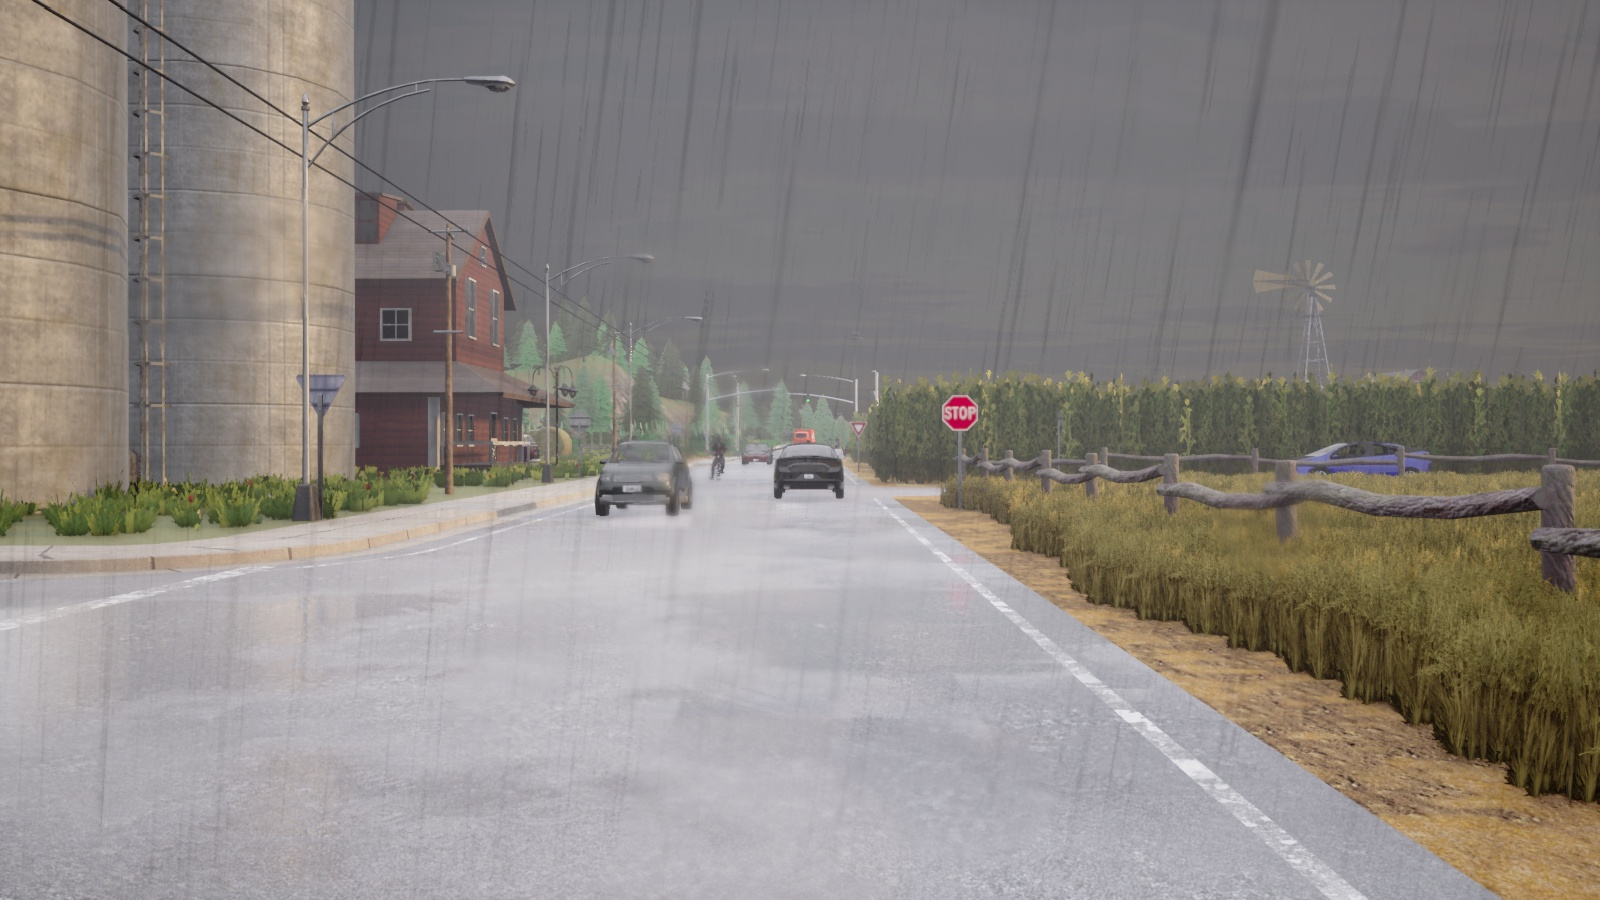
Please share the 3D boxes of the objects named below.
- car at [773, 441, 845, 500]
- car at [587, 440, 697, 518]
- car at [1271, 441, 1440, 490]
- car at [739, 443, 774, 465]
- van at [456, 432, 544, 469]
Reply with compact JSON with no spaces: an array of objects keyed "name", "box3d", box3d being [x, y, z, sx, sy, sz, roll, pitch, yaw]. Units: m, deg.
[{"name":"car","box3d":[0.248,0.524,35.576,1.882,1.535,5.008,0,0,0]},{"name":"car","box3d":[-3.285,0.574,26.741,1.789,1.549,3.705,0,0,1]},{"name":"car","box3d":[17.715,0.479,40.213,4.514,1.525,2.007,0,0,1]},{"name":"car","box3d":[-2.922,0.260,85.799,2.163,1.488,4.792,0,0,0]},{"name":"van","box3d":[-16.922,0.028,70.965,4.480,2.038,2.069,0,0,0]}]
